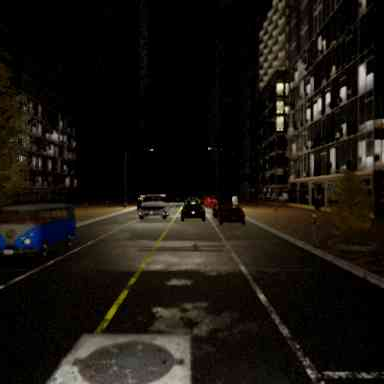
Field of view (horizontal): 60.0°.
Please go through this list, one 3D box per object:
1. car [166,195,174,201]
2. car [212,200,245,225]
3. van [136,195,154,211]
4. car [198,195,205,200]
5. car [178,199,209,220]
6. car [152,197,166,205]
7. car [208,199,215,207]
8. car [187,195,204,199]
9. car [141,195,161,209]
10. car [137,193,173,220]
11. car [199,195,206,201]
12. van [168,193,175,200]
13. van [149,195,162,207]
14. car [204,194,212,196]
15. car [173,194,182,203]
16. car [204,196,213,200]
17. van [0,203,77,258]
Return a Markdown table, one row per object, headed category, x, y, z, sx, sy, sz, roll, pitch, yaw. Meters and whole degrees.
| category | x | y | z | sx | sy | sz | roll | pitch | yaw |
| --- | --- | --- | --- | --- | --- | --- | --- | --- | --- |
| car | -5.690 | 1.525 | 86.106 | 1.947 | 1.339 | 4.313 | 0 | 0 | 0 |
| car | 2.689 | 1.546 | 23.755 | 1.887 | 1.381 | 4.507 | 0 | 0 | 0 |
| van | -5.691 | 1.338 | 40.761 | 1.690 | 1.788 | 3.998 | 0 | 0 | 0 |
| car | 2.691 | 1.535 | 91.773 | 1.802 | 1.307 | 4.206 | 0 | 0 | 0 |
| car | 0.100 | 1.565 | 27.690 | 1.994 | 1.385 | 4.181 | 0 | 0 | 0 |
| car | -5.690 | 1.530 | 57.765 | 1.887 | 1.381 | 4.507 | 0 | 0 | 0 |
| car | 2.690 | 1.566 | 29.423 | 1.947 | 1.339 | 4.313 | 0 | 0 | 0 |
| car | 0.102 | 1.349 | 42.470 | 2.097 | 1.767 | 4.553 | 0 | 0 | 0 |
| car | -5.691 | 1.309 | 46.429 | 2.192 | 1.841 | 5.009 | 0 | 0 | 0 |
| car | -3.098 | 1.222 | 28.139 | 2.150 | 2.045 | 5.566 | 0 | 0 | 0 |
| car | 2.691 | 1.503 | 86.106 | 1.887 | 1.381 | 4.507 | 0 | 0 | 0 |
| van | -5.690 | 1.294 | 91.774 | 1.690 | 1.788 | 3.998 | 0 | 0 | 0 |
| van | -5.691 | 1.331 | 52.097 | 1.690 | 1.788 | 3.998 | 0 | 0 | 0 |
| car | 2.690 | 1.300 | 57.764 | 2.192 | 1.841 | 5.009 | 0 | 0 | 0 |
| car | -2.999 | 1.488 | 70.117 | 2.128 | 1.511 | 4.902 | 0 | 0 | 0 |
| car | 2.690 | 1.576 | 46.428 | 1.802 | 1.307 | 4.206 | 0 | 0 | 0 |
| van | -5.692 | 1.342 | 12.419 | 1.690 | 1.788 | 3.998 | 0 | 0 | 0 |
